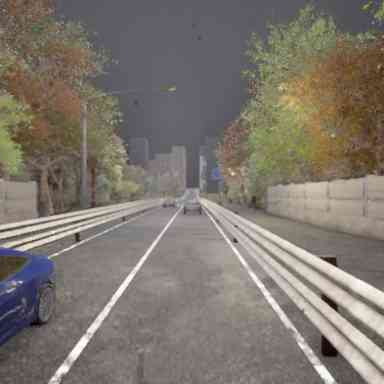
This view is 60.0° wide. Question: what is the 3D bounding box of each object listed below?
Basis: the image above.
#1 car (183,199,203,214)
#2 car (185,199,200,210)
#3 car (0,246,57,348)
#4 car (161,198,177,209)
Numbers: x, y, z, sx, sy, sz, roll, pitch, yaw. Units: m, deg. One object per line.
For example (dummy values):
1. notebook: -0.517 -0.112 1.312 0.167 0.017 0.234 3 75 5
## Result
1. car: 0.060 1.497 34.800 2.128 1.511 4.902 0 0 0
2. car: 0.094 1.660 46.393 1.994 1.385 4.181 0 0 0
3. car: -3.344 1.517 4.305 1.812 1.442 4.674 0 0 0
4. car: -3.254 1.619 48.040 1.837 1.490 4.892 0 -1 0
